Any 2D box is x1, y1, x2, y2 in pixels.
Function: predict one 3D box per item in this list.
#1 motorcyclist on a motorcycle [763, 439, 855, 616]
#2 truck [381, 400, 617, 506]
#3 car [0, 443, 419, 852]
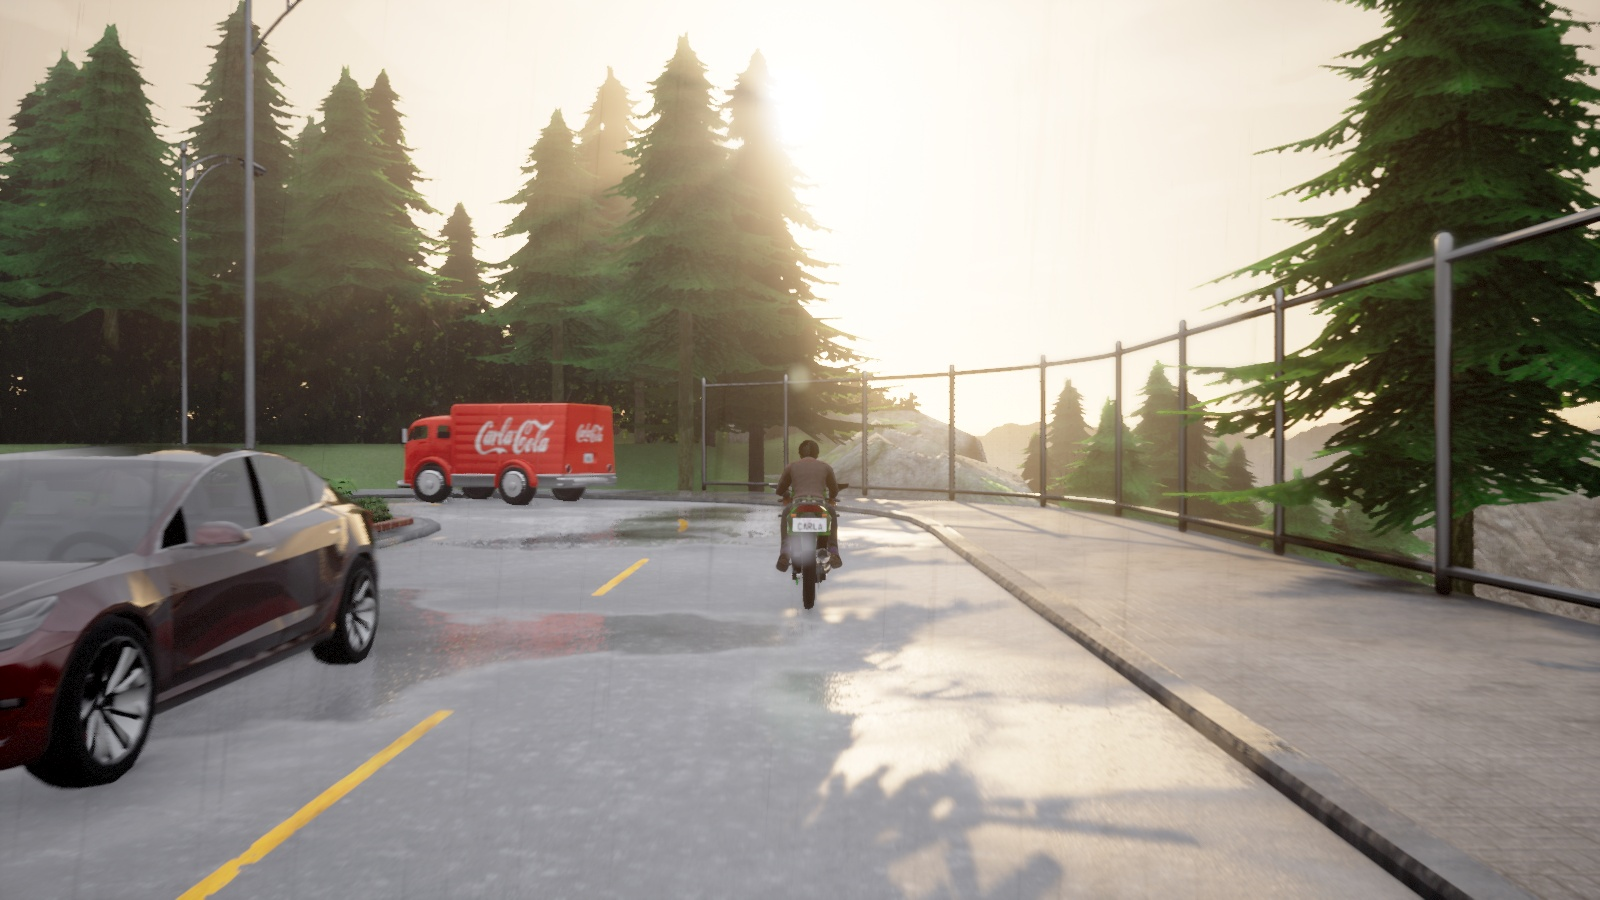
[{"bbox_3d":[0.082,0.662,11.813,0.797,1.523,2.044,0,0,0],"label":"motorcyclist on a motorcycle"},{"bbox_3d":[-7.521,0.077,31.451,5.204,2.467,2.627,0,0,23],"label":"truck"},{"bbox_3d":[-3.943,0.704,6.971,2.163,1.488,4.792,0,0,0],"label":"car"}]
